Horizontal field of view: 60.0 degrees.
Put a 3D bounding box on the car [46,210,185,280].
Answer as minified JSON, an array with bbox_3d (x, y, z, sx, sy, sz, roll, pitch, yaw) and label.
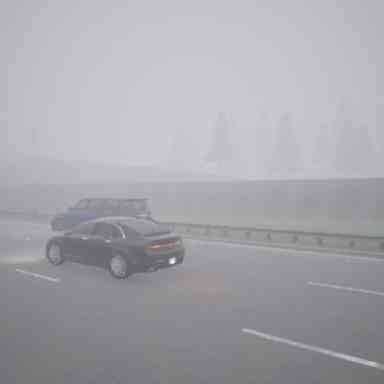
[{"bbox_3d":[-2.467,1.516,10.017,4.892,1.490,1.837,1,0,36],"label":"car"}]

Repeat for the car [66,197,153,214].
[{"bbox_3d":[-4.264,1.237,15.614,5.566,2.045,2.150,0,0,36],"label":"car"}]
